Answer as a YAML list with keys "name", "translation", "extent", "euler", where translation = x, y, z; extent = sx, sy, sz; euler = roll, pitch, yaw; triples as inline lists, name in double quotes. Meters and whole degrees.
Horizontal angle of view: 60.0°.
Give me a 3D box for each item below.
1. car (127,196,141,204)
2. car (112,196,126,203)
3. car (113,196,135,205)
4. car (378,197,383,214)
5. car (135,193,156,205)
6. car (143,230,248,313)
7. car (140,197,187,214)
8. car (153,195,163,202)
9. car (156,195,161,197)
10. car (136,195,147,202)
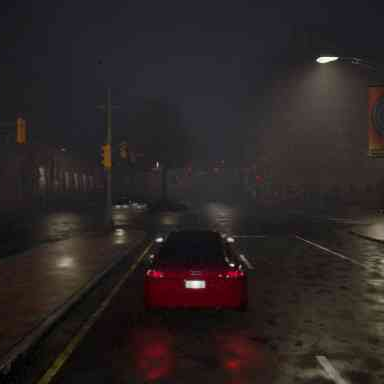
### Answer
- name: "car"
  translation: [-11.559, 1.563, 66.189]
  extent: [1.994, 1.385, 4.181]
  euler: [0, 0, 0]
- name: "car"
  translation: [-14.783, 1.594, 67.851]
  extent: [1.895, 1.301, 4.718]
  euler: [0, 0, 0]
- name: "car"
  translation: [-11.610, 1.563, 56.895]
  extent: [1.994, 1.385, 4.181]
  euler: [0, 0, 0]
- name: "car"
  translation: [20.055, 1.505, 31.027]
  extent: [4.892, 1.490, 1.837]
  euler: [0, 0, 0]
- name: "car"
  translation: [-8.109, 1.221, 58.610]
  extent: [2.150, 2.045, 5.566]
  euler: [0, 0, 0]
- name: "car"
  translation: [0.071, 1.564, 7.746]
  extent: [1.994, 1.385, 4.181]
  euler: [0, 0, 0]
- name: "car"
  translation: [-2.680, 1.525, 35.153]
  extent: [4.674, 1.442, 1.812]
  euler: [0, 0, -35]
- name: "car"
  translation: [-8.039, 1.499, 78.613]
  extent: [1.837, 1.490, 4.892]
  euler: [0, 0, 0]
- name: "car"
  translation: [-8.038, 1.600, 68.409]
  extent: [1.895, 1.301, 4.718]
  euler: [0, 0, 0]
- name: "car"
  translation: [-11.538, 1.477, 76.608]
  extent: [1.882, 1.535, 5.008]
  euler: [0, 0, 0]
